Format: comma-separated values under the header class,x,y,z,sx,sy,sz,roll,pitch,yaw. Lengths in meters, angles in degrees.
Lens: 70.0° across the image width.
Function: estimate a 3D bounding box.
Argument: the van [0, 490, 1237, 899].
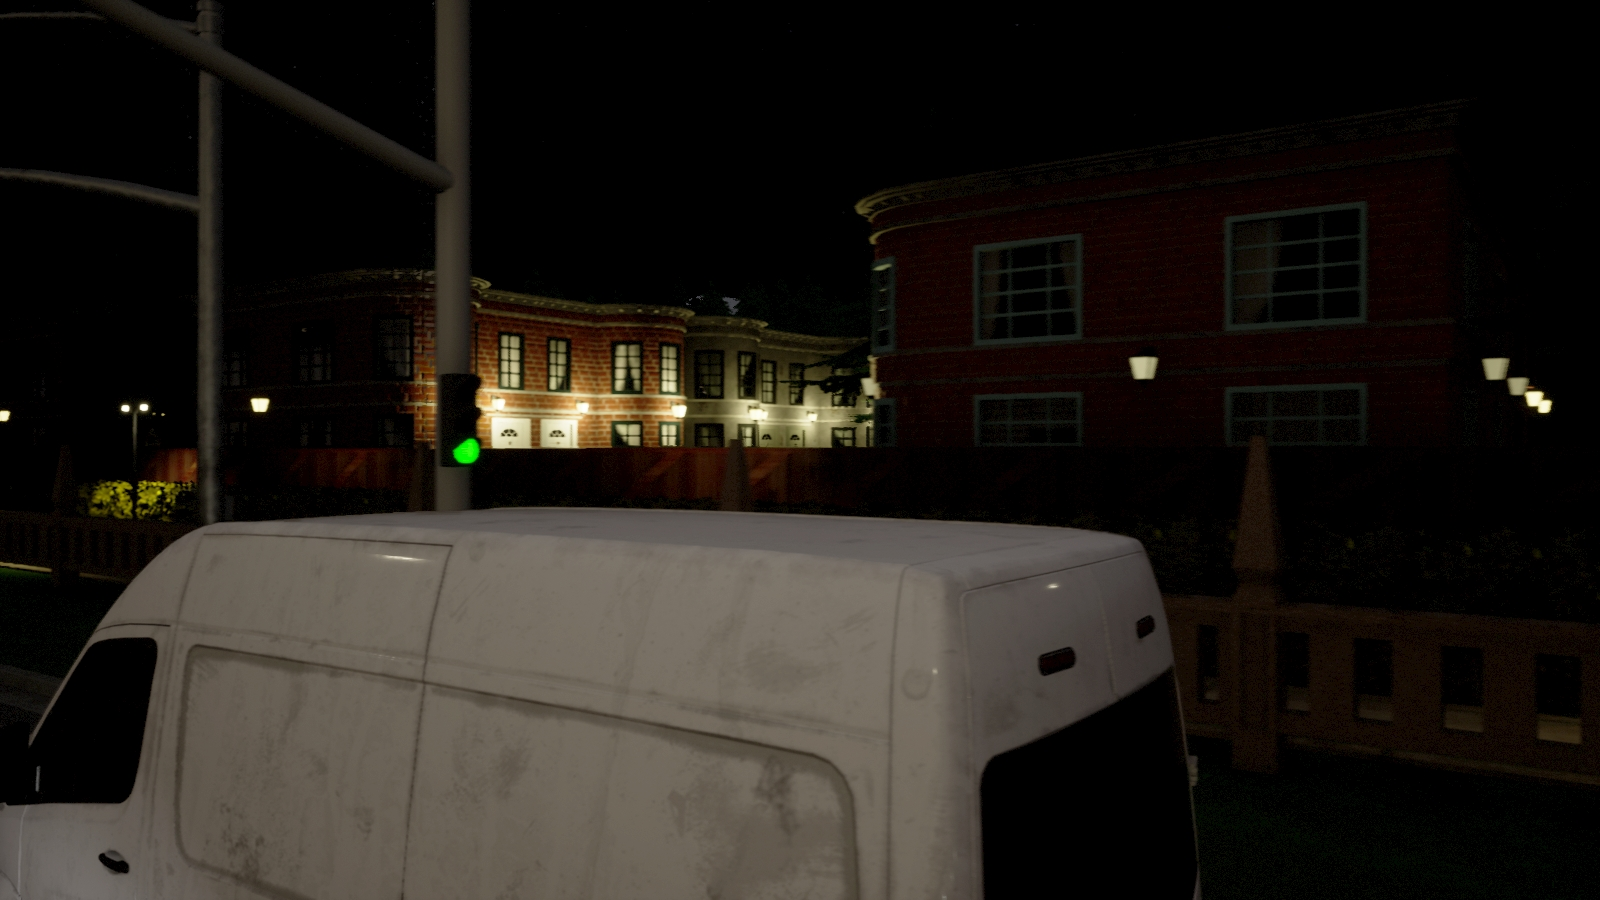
class,x,y,z,sx,sy,sz,roll,pitch,yaw
van,-1.491,1.537,4.814,5.915,2.561,1.988,0,0,35
